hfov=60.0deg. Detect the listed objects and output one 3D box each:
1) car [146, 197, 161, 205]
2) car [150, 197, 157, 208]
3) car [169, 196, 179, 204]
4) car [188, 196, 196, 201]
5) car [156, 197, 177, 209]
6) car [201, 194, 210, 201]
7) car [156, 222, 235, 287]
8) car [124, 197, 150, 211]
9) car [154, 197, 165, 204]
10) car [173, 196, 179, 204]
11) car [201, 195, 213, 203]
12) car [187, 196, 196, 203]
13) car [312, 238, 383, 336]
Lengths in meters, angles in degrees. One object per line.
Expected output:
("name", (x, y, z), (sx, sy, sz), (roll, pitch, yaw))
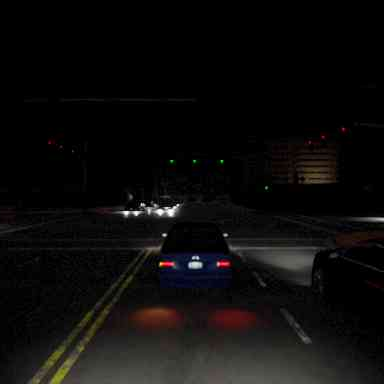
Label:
("car", (-7.083, 1.690, 61.672), (2.033, 1.411, 5.357), (0, 0, 0))
("car", (-7.109, 1.625, 51.872), (1.837, 1.490, 4.892), (0, 0, 0))
("car", (-3.542, 1.659, 66.841), (1.837, 1.490, 4.892), (0, 0, 0))
("car", (-0.027, 1.620, 84.555), (1.994, 1.385, 4.181), (0, 0, 0))
("car", (-3.614, 1.710, 47.477), (1.895, 1.301, 4.718), (0, 0, 0))
("car", (3.473, 1.422, 84.529), (2.097, 1.767, 4.553), (0, 0, 0))
("car", (0.083, 1.570, 9.417), (2.033, 1.411, 5.357), (0, 0, 0))
("car", (-7.155, 1.645, 42.230), (2.033, 1.411, 5.357), (0, 0, 2))
("car", (-7.023, 1.718, 71.591), (1.994, 1.385, 4.181), (0, 0, 0))
("car", (-3.602, 1.623, 56.795), (2.128, 1.511, 4.902), (0, 0, 0))
("car", (3.476, 1.516, 74.573), (2.097, 1.767, 4.553), (0, 0, 0))
("car", (-0.024, 1.703, 74.282), (2.033, 1.411, 5.357), (0, 0, 0))
("car", (3.567, 1.505, 5.497), (2.128, 1.511, 4.902), (0, 0, 0))
